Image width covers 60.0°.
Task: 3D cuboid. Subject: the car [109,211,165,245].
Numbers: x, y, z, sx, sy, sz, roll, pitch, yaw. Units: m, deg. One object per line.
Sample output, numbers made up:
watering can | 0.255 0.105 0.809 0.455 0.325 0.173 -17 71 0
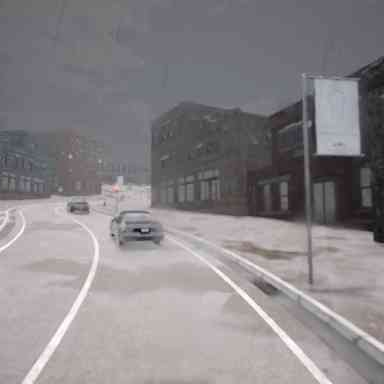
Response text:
car | -2.734 1.578 15.683 2.033 1.411 5.357 1 0 -20

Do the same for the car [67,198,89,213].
car | -12.316 1.438 35.944 2.128 1.511 4.902 2 0 -26
